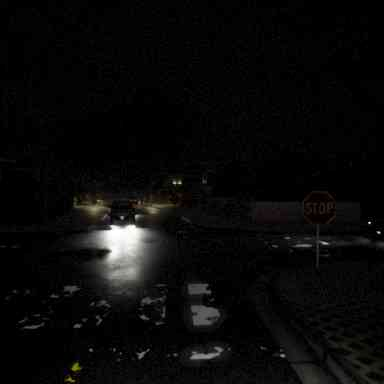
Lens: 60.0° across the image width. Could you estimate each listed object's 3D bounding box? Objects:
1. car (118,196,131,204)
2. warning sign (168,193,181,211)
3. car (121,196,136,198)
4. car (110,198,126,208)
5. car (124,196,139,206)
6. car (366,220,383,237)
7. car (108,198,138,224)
[{"bbox_3d":[-13.325,1.493,65.752,2.128,1.511,4.902,0,0,-16],"label":"car"},{"bbox_3d":[-1.933,1.102,36.730,1.300,1.860,1.060,1,1,-13],"label":"warning sign"},{"bbox_3d":[-7.412,1.490,36.031,1.882,1.535,5.008,0,0,-14],"label":"car"},{"bbox_3d":[-10.811,1.579,48.397,1.994,1.385,4.181,0,0,-18],"label":"car"},{"bbox_3d":[-10.184,1.502,55.935,1.837,1.490,4.892,0,0,-17],"label":"car"},{"bbox_3d":[11.429,1.727,16.952,4.718,1.301,1.895,1,1,-12],"label":"car"},{"bbox_3d":[-5.207,1.502,25.164,2.128,1.511,4.902,0,0,-10],"label":"car"}]
